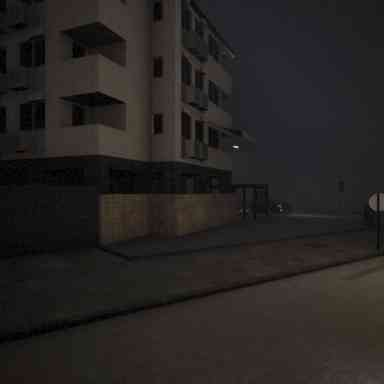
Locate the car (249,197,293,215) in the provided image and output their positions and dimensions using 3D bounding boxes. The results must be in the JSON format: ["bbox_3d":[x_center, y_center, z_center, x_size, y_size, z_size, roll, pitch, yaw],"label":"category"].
[{"bbox_3d":[8.138,1.352,34.443,2.097,1.767,4.553,0,0,-35],"label":"car"}]
